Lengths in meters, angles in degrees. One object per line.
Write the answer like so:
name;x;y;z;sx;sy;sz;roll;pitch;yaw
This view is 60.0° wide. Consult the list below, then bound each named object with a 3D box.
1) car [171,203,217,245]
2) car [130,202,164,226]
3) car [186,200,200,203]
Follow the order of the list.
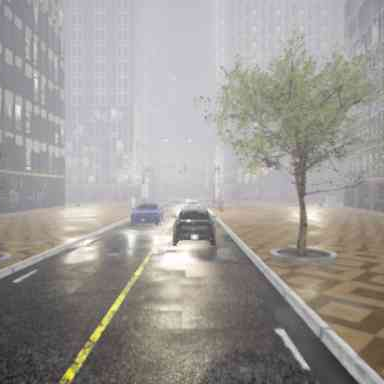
car;0.098;1.504;15.512;1.837;1.490;4.892;0;0;0
car;-3.052;1.477;23.317;1.882;1.535;5.008;0;0;0
car;0.094;1.529;33.174;1.812;1.442;4.674;0;0;0
